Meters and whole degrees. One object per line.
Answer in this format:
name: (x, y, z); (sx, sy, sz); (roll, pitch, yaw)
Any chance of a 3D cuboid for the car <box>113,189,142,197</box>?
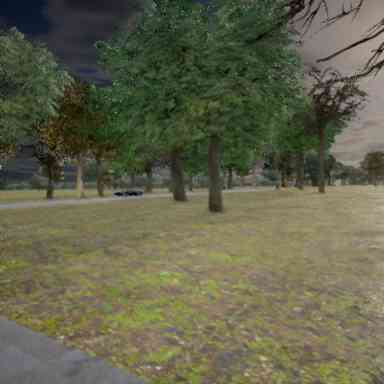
car: (-10.336, 0.165, 53.906); (1.895, 1.301, 4.718); (-1, 2, 38)
